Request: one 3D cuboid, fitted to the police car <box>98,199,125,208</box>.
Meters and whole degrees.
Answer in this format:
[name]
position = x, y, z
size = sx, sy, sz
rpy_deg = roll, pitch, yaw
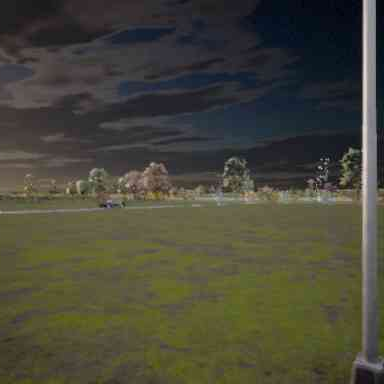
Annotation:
[police car]
position = -13.911, 1.977, 57.514
size = 1.930, 1.638, 5.238
rpy_deg = -1, -1, 35
